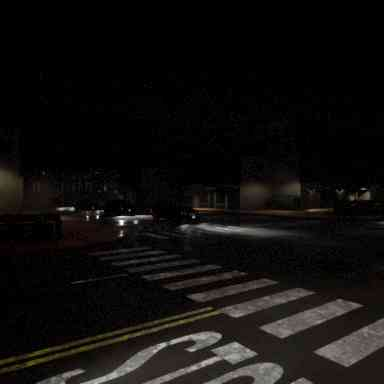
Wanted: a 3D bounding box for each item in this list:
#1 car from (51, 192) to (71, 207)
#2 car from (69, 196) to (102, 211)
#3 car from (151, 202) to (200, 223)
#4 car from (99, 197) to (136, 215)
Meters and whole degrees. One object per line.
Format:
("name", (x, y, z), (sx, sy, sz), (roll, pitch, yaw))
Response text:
("car", (-19.879, 1.229, 50.945), (2.150, 2.045, 5.566), (0, 0, -38))
("car", (-13.416, 1.552, 41.973), (2.033, 1.411, 5.357), (0, 0, -36))
("car", (-1.343, 1.497, 25.389), (2.128, 1.511, 4.902), (0, 0, -37))
("car", (-7.361, 1.510, 33.638), (1.837, 1.490, 4.892), (0, 0, -36))
